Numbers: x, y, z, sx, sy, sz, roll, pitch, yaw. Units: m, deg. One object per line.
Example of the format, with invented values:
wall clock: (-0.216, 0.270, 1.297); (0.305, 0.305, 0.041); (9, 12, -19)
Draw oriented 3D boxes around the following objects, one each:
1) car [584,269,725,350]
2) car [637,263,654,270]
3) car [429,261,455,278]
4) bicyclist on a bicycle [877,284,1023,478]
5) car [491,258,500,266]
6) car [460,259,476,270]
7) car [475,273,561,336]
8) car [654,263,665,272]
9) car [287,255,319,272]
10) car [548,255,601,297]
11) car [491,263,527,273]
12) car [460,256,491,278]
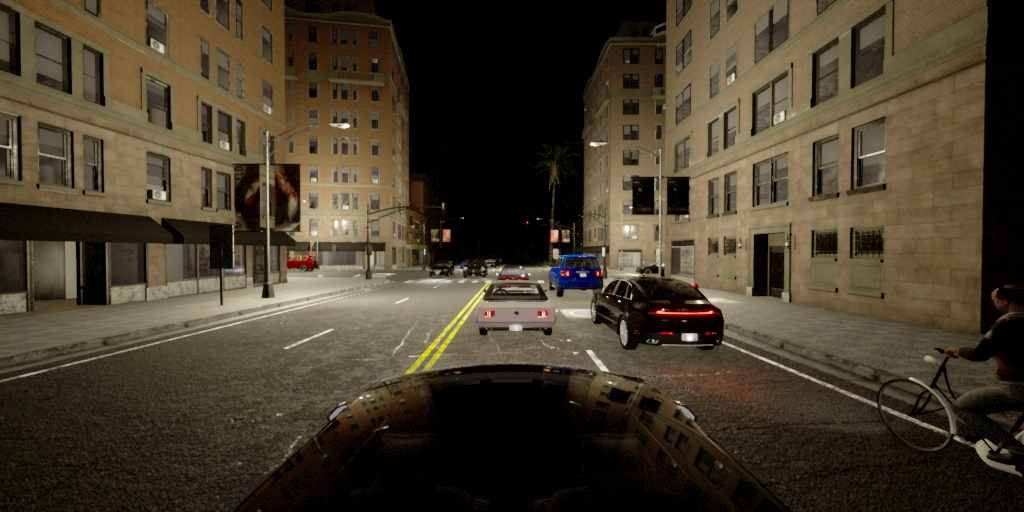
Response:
car: (3.295, 1.253, 9.048); (1.837, 1.490, 4.892); (0, 0, 0)
car: (16.006, 1.420, 39.805); (4.181, 1.385, 1.994); (0, 1, 0)
car: (-6.631, 1.237, 34.356); (2.128, 1.511, 4.902); (1, 1, 0)
bicyclist on a bicycle: (4.143, 1.120, 3.160); (0.659, 1.776, 1.843); (0, 0, 0)
car: (-3.412, 1.229, 56.004); (2.128, 1.511, 4.902); (0, 0, 0)
car: (-6.656, 1.264, 54.617); (1.812, 1.442, 4.674); (0, 0, 1)
car: (0.090, 1.348, 10.389); (1.895, 1.301, 4.718); (0, 0, 0)
car: (16.165, 1.509, 33.857); (4.313, 1.339, 1.948); (0, 0, 0)
car: (-23.945, 0.831, 39.297); (5.009, 1.841, 2.192); (0, 0, -9)
car: (3.227, 0.967, 18.956); (2.150, 2.045, 5.566); (0, 0, 0)
car: (0.077, 1.292, 19.958); (2.033, 1.411, 5.357); (0, 0, 0)
car: (-3.393, 1.120, 33.839); (2.097, 1.767, 4.553); (0, 1, 0)
